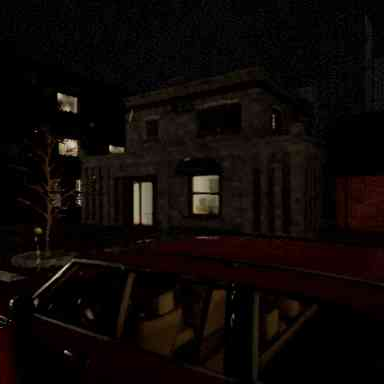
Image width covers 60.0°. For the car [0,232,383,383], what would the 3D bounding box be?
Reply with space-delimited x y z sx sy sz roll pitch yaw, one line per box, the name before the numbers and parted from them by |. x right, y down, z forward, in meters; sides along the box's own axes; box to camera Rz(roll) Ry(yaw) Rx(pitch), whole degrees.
car | -0.156 1.316 2.990 5.009 1.841 2.192 0 0 35
